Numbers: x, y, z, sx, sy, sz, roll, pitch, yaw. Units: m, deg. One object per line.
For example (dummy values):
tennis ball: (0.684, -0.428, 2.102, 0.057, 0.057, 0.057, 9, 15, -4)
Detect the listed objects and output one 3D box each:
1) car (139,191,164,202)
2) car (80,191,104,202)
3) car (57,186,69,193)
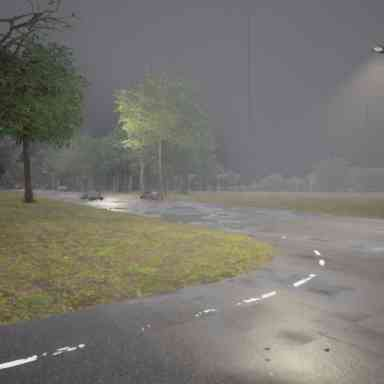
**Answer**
car: (-5.639, 0.535, 46.216, 1.812, 1.442, 4.674, -1, 2, -35)
car: (-13.892, 0.553, 45.832, 2.033, 1.411, 5.357, -1, 2, -36)
car: (-32.871, -0.796, 84.493, 2.097, 1.767, 4.553, -1, 2, -35)
